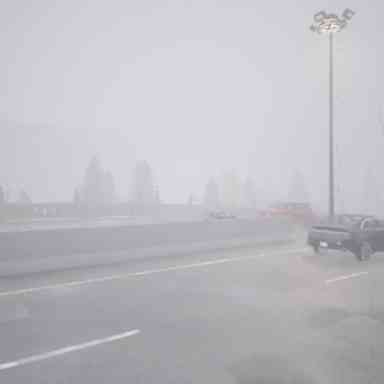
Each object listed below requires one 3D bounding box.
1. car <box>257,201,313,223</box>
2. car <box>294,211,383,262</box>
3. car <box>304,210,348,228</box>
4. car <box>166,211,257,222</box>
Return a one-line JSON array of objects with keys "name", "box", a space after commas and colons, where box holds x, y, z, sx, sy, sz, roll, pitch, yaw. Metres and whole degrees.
[{"name": "car", "box": [7.440, 1.734, 26.479, 5.566, 2.045, 2.150, 4, -3, -35]}, {"name": "car", "box": [6.419, 1.616, 12.615, 4.902, 1.511, 2.128, 2, -1, -35]}, {"name": "car", "box": [14.411, 2.889, 35.736, 5.008, 1.535, 1.882, 7, -4, -35]}, {"name": "car", "box": [0.916, 1.690, 17.536, 4.718, 1.301, 1.895, 1, -1, -35]}]
